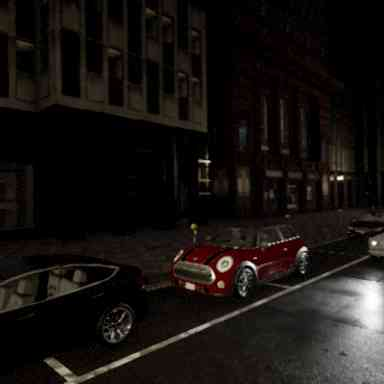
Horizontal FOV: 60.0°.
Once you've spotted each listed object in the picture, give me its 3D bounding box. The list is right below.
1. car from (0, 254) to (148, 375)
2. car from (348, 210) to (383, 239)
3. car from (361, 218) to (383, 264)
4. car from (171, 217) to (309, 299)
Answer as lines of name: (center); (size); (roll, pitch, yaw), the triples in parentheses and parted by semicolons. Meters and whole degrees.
car: (-2.604, 1.674, 4.706); (1.947, 1.339, 4.313); (-1, -1, 45)
car: (9.296, 1.621, 16.718); (2.008, 1.369, 4.403); (-1, -1, 45)
car: (7.610, 1.628, 11.230); (1.895, 1.301, 4.718); (-2, -1, 45)
car: (1.361, 1.536, 8.712); (1.967, 1.590, 4.097); (-1, -1, 45)
